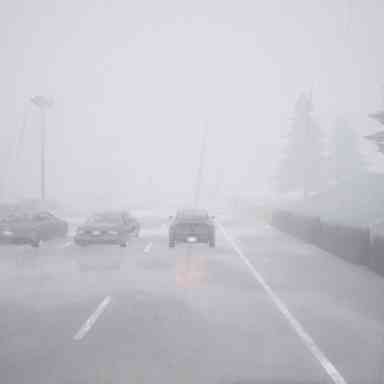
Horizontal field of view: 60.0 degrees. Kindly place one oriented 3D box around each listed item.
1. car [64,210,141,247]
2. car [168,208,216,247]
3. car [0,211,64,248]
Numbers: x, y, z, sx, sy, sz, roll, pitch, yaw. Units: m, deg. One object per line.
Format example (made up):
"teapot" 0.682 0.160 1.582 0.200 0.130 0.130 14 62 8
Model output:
"car" -3.500 1.518 14.646 2.033 1.411 5.357 0 0 0
"car" 0.000 1.470 14.646 1.837 1.490 4.892 0 0 0
"car" -7.000 1.527 14.647 1.994 1.385 4.181 0 0 0
